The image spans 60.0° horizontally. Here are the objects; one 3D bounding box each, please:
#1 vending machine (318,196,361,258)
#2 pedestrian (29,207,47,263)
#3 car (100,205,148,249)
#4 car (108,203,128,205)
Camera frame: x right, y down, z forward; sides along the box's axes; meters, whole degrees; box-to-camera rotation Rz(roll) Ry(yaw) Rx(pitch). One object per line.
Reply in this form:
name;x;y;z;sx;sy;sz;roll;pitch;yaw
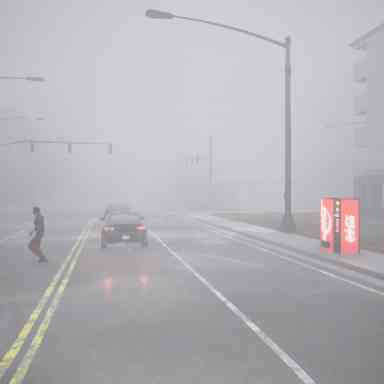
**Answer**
vending machine;5.230;1.195;11.823;1.100;2.100;0.880;0;0;-14
pedestrian;-4.786;1.294;10.344;0.375;1.860;0.375;0;0;-14
car;-3.027;1.526;14.638;1.812;1.442;4.674;0;0;-14
car;-5.250;1.478;23.414;1.882;1.535;5.008;0;0;-14
